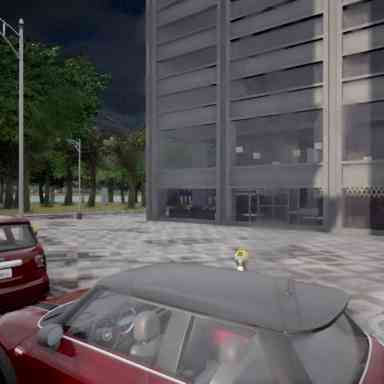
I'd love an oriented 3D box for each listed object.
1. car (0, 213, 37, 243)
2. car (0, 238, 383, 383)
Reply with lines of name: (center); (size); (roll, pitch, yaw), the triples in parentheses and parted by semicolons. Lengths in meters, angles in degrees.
car: (-4.780, 1.315, 6.367); (5.009, 1.841, 2.192); (0, 0, 35)
car: (-0.351, 1.440, 3.212); (4.097, 1.590, 1.967); (0, 0, 35)
